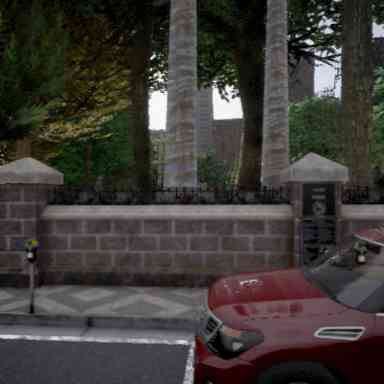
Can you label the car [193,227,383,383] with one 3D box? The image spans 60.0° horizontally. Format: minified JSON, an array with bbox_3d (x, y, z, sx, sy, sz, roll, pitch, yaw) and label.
[{"bbox_3d":[2.538,1.290,3.492,5.009,1.841,2.192,0,0,5],"label":"car"}]
